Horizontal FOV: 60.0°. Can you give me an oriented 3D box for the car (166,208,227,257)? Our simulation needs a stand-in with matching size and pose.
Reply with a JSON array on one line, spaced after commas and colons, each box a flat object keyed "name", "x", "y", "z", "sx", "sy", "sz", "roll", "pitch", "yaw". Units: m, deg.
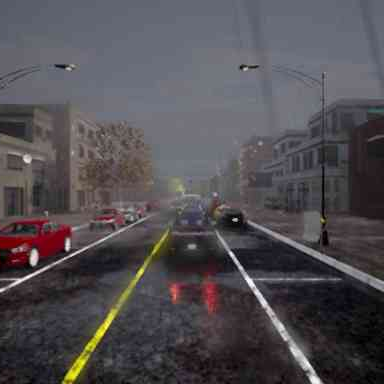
[{"name": "car", "x": 0.017, "y": 1.626, "z": 13.504, "sx": 2.128, "sy": 1.511, "sz": 4.902, "roll": 0, "pitch": 0, "yaw": 0}]

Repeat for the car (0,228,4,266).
[{"name": "car", "x": -5.694, "y": 1.502, "z": 6.155, "sx": 1.967, "sy": 1.590, "sz": 4.097, "roll": -1, "pitch": -1, "yaw": 0}]

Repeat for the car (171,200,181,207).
[{"name": "car", "x": -3.012, "y": 2.182, "z": 65.011, "sx": 2.033, "sy": 1.411, "sz": 5.357, "roll": 0, "pitch": -1, "yaw": 0}]

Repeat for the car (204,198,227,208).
[{"name": "car", "x": 2.686, "y": 1.648, "z": 33.899, "sx": 2.192, "sy": 1.841, "sz": 5.009, "roll": -1, "pitch": -1, "yaw": 0}]

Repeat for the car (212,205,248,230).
[{"name": "car", "x": 2.688, "y": 1.790, "z": 22.800, "sx": 1.947, "sy": 1.339, "sz": 4.313, "roll": -1, "pitch": -1, "yaw": 0}]

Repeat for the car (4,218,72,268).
[{"name": "car", "x": -5.693, "y": 1.661, "z": 11.702, "sx": 1.887, "sy": 1.381, "sz": 4.507, "roll": -1, "pitch": -1, "yaw": 0}]

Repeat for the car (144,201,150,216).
[{"name": "car", "x": -5.692, "y": 1.915, "z": 33.894, "sx": 1.802, "sy": 1.307, "sz": 4.206, "roll": -1, "pitch": -1, "yaw": 0}]

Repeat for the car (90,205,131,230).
[{"name": "car", "x": -5.692, "y": 1.806, "z": 22.798, "sx": 1.802, "sy": 1.307, "sz": 4.206, "roll": -1, "pitch": -1, "yaw": 0}]

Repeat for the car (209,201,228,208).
[{"name": "car", "x": 2.689, "y": 1.806, "z": 28.518, "sx": 1.752, "sy": 1.417, "sz": 4.829, "roll": -1, "pitch": -1, "yaw": 0}]

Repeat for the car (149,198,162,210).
[{"name": "car", "x": -5.695, "y": 1.810, "z": 50.541, "sx": 2.192, "sy": 1.841, "sz": 5.009, "roll": -1, "pitch": -1, "yaw": 0}]

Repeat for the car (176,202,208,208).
[{"name": "car", "x": 0.005, "y": 1.818, "z": 27.529, "sx": 2.033, "sy": 1.411, "sz": 5.357, "roll": 0, "pitch": -1, "yaw": 1}]

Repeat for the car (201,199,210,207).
[{"name": "car", "x": 2.688, "y": 2.183, "z": 67.355, "sx": 1.752, "sy": 1.417, "sz": 4.829, "roll": -1, "pitch": -1, "yaw": 0}]

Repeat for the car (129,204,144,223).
[{"name": "car", "x": -5.693, "y": 1.829, "z": 28.346, "sx": 2.008, "sy": 1.369, "sz": 4.403, "roll": -1, "pitch": -1, "yaw": 0}]

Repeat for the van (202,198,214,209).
[{"name": "van", "x": 2.686, "y": 1.890, "z": 56.091, "sx": 1.690, "sy": 1.788, "sz": 3.998, "roll": -1, "pitch": -1, "yaw": 0}]
